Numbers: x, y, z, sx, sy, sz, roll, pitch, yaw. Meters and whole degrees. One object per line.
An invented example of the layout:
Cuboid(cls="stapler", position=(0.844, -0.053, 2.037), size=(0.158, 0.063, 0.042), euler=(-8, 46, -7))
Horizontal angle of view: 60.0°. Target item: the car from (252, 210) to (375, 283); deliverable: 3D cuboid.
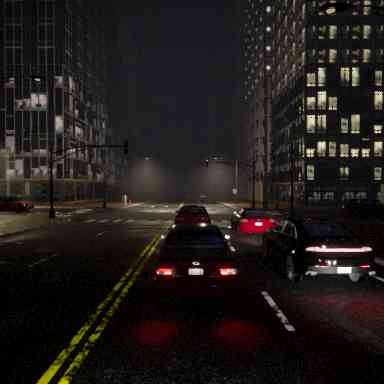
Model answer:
Cuboid(cls="car", position=(3.328, 1.487, 9.669), size=(2.128, 1.511, 4.902), euler=(0, 0, 0))

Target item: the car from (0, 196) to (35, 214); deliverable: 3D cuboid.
Cuboid(cls="car", position=(-18.278, 1.205, 33.292), size=(4.553, 1.767, 2.097), euler=(1, 1, 1))

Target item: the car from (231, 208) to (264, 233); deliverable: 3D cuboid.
Cuboid(cls="car", position=(3.311, 1.554, 18.470), size=(1.994, 1.385, 4.181), euler=(0, 0, 0))

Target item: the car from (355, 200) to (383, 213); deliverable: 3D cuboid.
Cuboid(cls="car", position=(21.730, 1.641, 38.516), size=(4.829, 1.417, 1.752), euler=(1, 0, 1))

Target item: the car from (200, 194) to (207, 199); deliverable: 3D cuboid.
Cuboid(cls="car", position=(3.058, 1.262, 91.397), size=(1.812, 1.442, 4.674), euler=(0, 0, 0))

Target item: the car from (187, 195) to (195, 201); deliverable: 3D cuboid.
Cuboid(cls="car", position=(-0.174, 1.515, 82.767), size=(1.895, 1.301, 4.718), euler=(0, 0, 0))

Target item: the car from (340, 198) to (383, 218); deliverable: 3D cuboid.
Cuboid(cls="car", position=(16.138, 1.518, 30.217), size=(5.009, 1.841, 2.192), euler=(1, 0, 1))

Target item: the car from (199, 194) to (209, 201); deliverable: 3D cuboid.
Cuboid(cls="car", position=(3.080, 1.510, 81.425), size=(1.895, 1.301, 4.718), euler=(0, 0, 0))

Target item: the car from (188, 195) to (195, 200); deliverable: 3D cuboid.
Cuboid(cls="car", position=(-0.195, 1.455, 92.857), size=(1.994, 1.385, 4.181), euler=(0, 0, 0))

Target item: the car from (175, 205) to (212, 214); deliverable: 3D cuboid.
Cuboid(cls="car", position=(0.066, 1.467, 18.576), size=(1.882, 1.535, 5.008), euler=(0, 0, 1))

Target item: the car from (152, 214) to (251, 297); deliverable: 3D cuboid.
Cuboid(cls="car", position=(0.083, 1.543, 8.755), size=(2.033, 1.411, 5.357), euler=(0, 0, 0))
